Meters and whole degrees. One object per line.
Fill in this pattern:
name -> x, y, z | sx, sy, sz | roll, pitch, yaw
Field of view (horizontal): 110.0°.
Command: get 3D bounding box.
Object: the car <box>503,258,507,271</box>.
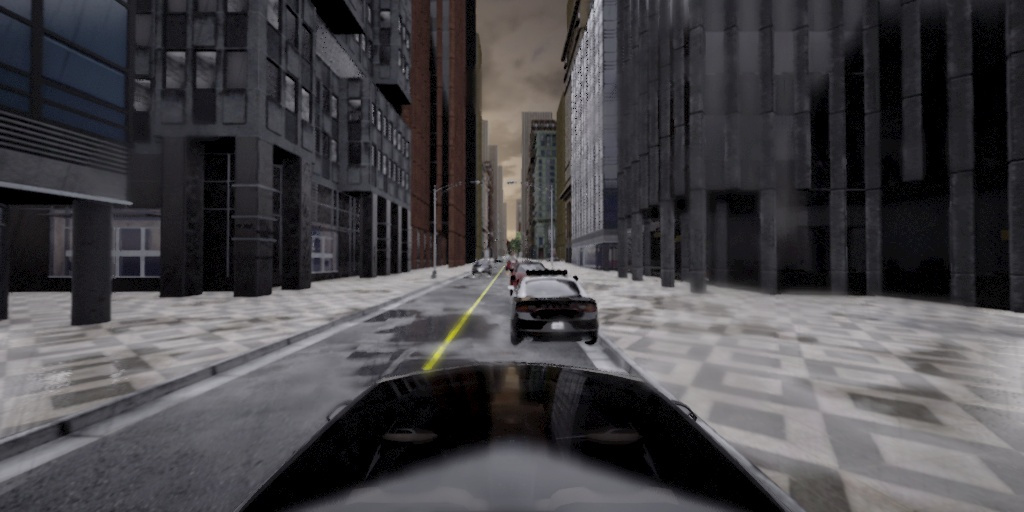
car -> 0.116, 1.180, 47.256 | 1.812, 1.442, 4.674 | 0, 0, 1

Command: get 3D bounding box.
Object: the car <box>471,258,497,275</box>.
car -> -3.045, 1.167, 37.065 | 2.128, 1.511, 4.902 | 0, 0, 0

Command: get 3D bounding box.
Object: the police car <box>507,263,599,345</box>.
police car -> 0.911, 1.162, 9.620 | 1.930, 1.638, 5.238 | 0, 0, 0

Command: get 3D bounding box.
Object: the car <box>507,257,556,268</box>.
car -> 0.925, 1.067, 19.480 | 2.097, 1.767, 4.553 | 0, 0, 0
